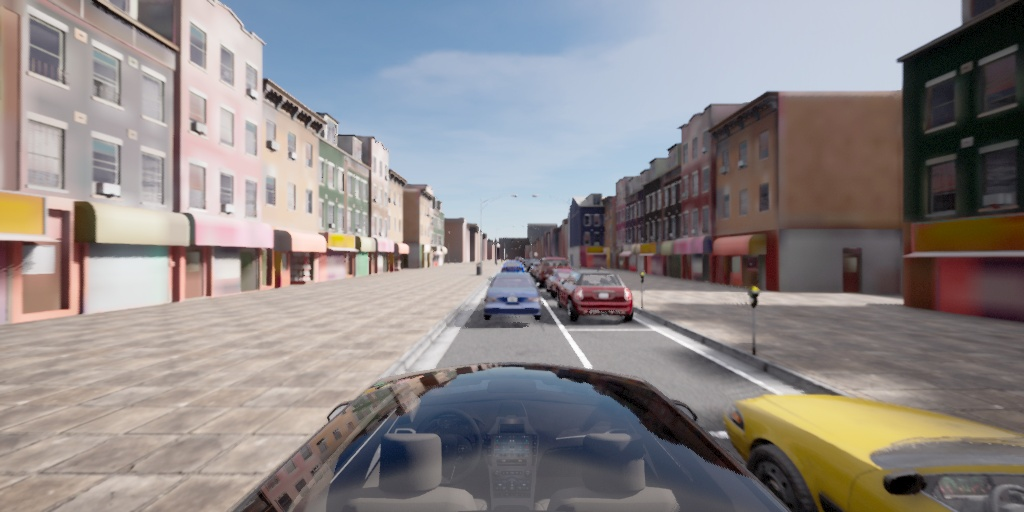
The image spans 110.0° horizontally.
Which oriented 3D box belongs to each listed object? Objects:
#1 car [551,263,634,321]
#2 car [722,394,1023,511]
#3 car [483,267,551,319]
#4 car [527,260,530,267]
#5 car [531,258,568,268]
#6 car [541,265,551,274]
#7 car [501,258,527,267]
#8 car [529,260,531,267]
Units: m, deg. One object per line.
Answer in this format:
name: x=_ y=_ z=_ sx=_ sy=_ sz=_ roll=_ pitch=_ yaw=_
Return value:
car: x=2.641 y=1.165 z=12.287 sx=1.967 sy=1.591 sz=4.097 roll=0 pitch=0 yaw=0
car: x=2.638 y=1.277 z=1.108 sx=1.751 sy=1.417 sz=4.829 roll=0 pitch=0 yaw=0
car: x=0.028 y=1.272 z=12.613 sx=2.033 sy=1.411 sz=5.357 roll=0 pitch=0 yaw=1
car: x=2.647 y=1.276 z=34.984 sx=1.802 sy=1.307 sz=4.207 roll=0 pitch=0 yaw=0
car: x=2.644 y=1.021 z=23.635 sx=2.192 sy=1.841 sz=5.009 roll=0 pitch=0 yaw=0
car: x=2.643 y=1.297 z=17.961 sx=1.802 sy=1.307 sz=4.207 roll=0 pitch=0 yaw=0
car: x=0.062 y=1.175 z=30.961 sx=1.882 sy=1.535 sz=5.008 roll=0 pitch=0 yaw=1
car: x=2.646 y=1.225 z=29.479 sx=1.751 sy=1.417 sz=4.829 roll=0 pitch=0 yaw=0
